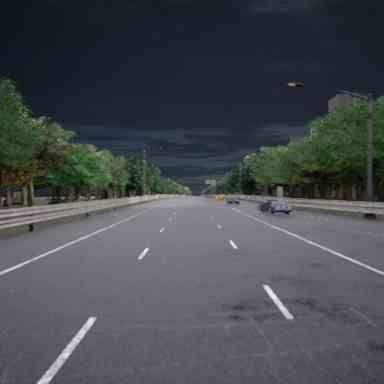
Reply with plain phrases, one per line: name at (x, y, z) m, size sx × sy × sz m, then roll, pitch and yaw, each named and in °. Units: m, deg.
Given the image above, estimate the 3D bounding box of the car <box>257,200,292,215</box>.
car at (8.172, 1.498, 33.246) m, size 2.033 × 1.411 × 5.357 m, roll 0°, pitch 0°, yaw -7°

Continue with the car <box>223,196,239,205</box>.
car at (6.967, 1.490, 57.964) m, size 1.895 × 1.301 × 4.718 m, roll 0°, pitch 0°, yaw 1°

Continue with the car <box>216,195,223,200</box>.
car at (7.052, 1.378, 84.487) m, size 1.882 × 1.535 × 5.008 m, roll 0°, pitch 0°, yaw 0°
